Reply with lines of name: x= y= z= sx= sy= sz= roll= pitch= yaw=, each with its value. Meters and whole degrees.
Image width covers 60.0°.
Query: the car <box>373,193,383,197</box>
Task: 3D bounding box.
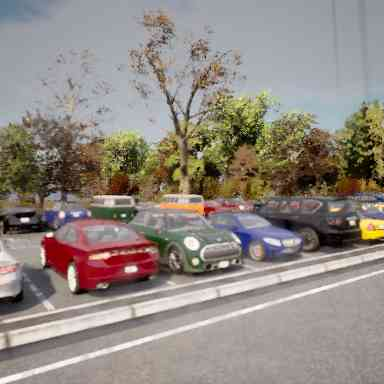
car: x=22.102 y=1.261 z=42.241 sx=2.231 sy=1.521 sz=4.892 roll=0 pitch=0 yaw=-36

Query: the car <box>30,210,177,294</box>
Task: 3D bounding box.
car: x=-2.721 y=1.489 z=9.069 sx=2.097 sy=1.535 sz=5.008 roll=0 pitch=0 yaw=-36

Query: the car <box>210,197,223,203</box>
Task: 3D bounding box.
car: x=1.318 y=1.409 z=27.404 sx=2.097 sy=1.535 sz=5.008 roll=0 pitch=0 yaw=-35

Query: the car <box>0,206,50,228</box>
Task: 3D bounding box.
car: x=-10.089 y=1.519 z=19.302 sx=2.163 sy=1.488 sz=4.792 roll=-1 pitch=0 yaw=-36

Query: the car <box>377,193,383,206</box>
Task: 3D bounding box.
car: x=29.044 y=1.067 z=47.110 sx=2.185 sy=1.767 sz=4.553 roll=0 pitch=0 yaw=-36

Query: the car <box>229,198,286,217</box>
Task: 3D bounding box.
car: x=5.921 y=1.377 z=30.676 sx=2.097 sy=1.535 sz=5.008 roll=0 pitch=0 yaw=-36

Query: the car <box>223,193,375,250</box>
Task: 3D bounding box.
car: x=4.158 y=1.189 z=14.019 sx=2.435 sy=2.045 sz=5.566 roll=0 pitch=0 yaw=-36

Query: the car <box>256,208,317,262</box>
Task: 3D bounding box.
car: x=1.875 y=1.497 z=12.358 sx=2.002 sy=1.452 sz=4.674 roll=0 pitch=0 yaw=-36

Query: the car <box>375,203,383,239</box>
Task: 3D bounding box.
car: x=6.369 y=1.421 z=15.789 sx=1.946 sy=1.575 sz=5.366 roll=0 pitch=0 yaw=-36

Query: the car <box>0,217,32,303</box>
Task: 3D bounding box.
car: x=-5.023 y=1.545 z=7.430 sx=2.002 sy=1.452 sz=4.674 roll=0 pitch=0 yaw=-36

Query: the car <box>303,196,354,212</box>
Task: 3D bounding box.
car: x=15.216 y=1.311 z=37.308 sx=2.097 sy=1.535 sz=5.008 roll=0 pitch=0 yaw=-36

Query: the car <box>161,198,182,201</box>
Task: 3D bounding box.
car: x=-3.178 y=1.442 z=24.198 sx=2.231 sy=1.521 sz=4.892 roll=0 pitch=0 yaw=-35

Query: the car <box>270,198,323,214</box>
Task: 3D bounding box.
car: x=10.599 y=1.373 z=34.056 sx=2.163 sy=1.488 sz=4.792 roll=0 pitch=0 yaw=-36

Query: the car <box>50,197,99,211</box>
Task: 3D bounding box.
car: x=-7.856 y=1.348 z=20.816 sx=2.185 sy=1.767 sz=4.553 roll=0 pitch=0 yaw=-35

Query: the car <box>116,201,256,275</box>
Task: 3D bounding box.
car: x=-0.443 y=1.347 z=10.740 sx=2.185 sy=1.767 sz=4.553 roll=0 pitch=0 yaw=-36

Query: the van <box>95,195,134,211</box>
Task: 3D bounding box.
van: x=-5.544 y=1.231 z=22.648 sx=1.878 sy=1.987 sz=4.442 roll=0 pitch=0 yaw=-35

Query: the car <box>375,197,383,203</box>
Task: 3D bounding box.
car: x=8.758 y=1.283 z=17.305 sx=2.185 sy=1.767 sz=4.553 roll=0 pitch=0 yaw=-36

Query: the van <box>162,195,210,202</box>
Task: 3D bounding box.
van: x=-0.942 y=1.198 z=25.927 sx=1.878 sy=1.987 sz=4.442 roll=0 pitch=0 yaw=-35

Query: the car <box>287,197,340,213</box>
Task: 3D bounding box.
car: x=12.917 y=1.327 z=35.669 sx=2.097 sy=1.535 sz=5.008 roll=0 pitch=0 yaw=-36

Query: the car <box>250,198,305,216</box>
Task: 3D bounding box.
car: x=8.214 y=1.360 z=32.323 sx=2.097 sy=1.535 sz=5.008 roll=0 pitch=0 yaw=-36
